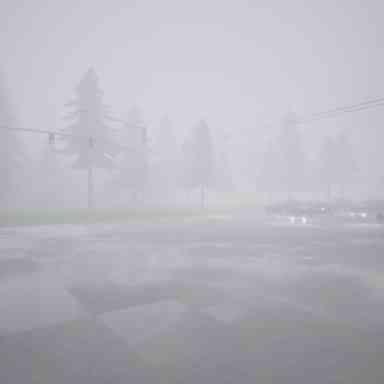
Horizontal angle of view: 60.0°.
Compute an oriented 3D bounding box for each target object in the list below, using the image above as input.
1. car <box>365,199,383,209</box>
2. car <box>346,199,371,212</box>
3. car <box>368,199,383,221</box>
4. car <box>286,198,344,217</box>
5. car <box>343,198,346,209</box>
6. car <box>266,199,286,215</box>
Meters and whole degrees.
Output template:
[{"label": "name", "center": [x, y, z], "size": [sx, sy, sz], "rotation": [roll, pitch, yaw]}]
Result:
[{"label": "car", "center": [25.783, 1.593, 45.430], "size": [4.718, 1.301, 1.895], "rotation": [0, 0, -35]}, {"label": "car", "center": [19.881, 1.540, 37.058], "size": [5.357, 1.411, 2.033], "rotation": [0, 0, -34]}, {"label": "car", "center": [16.337, 1.489, 26.043], "size": [4.902, 1.511, 2.128], "rotation": [0, 0, -35]}, {"label": "car", "center": [11.626, 1.535, 31.283], "size": [5.357, 1.411, 2.033], "rotation": [0, 0, -36]}, {"label": "car", "center": [17.318, 1.479, 39.539], "size": [4.902, 1.511, 2.128], "rotation": [0, 0, -35]}, {"label": "car", "center": [9.731, 1.461, 34.220], "size": [5.008, 1.535, 1.882], "rotation": [0, 0, -36]}]
